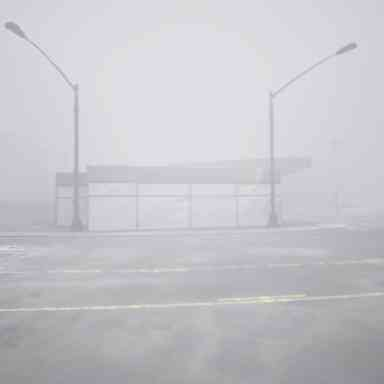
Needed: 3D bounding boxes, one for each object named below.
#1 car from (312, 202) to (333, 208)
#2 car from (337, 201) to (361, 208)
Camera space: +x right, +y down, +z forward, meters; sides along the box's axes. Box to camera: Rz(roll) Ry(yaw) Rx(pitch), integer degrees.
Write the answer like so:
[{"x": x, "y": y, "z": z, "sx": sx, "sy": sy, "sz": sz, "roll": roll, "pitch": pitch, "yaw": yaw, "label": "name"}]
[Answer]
[{"x": 33.218, "y": 3.357, "z": 84.786, "sx": 4.892, "sy": 1.490, "sz": 1.837, "roll": -1, "pitch": -2, "yaw": 20, "label": "car"}, {"x": 37.191, "y": 3.042, "z": 79.646, "sx": 4.553, "sy": 1.767, "sz": 2.097, "roll": -1, "pitch": -2, "yaw": 20, "label": "car"}]
